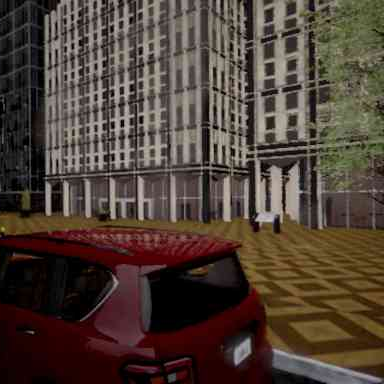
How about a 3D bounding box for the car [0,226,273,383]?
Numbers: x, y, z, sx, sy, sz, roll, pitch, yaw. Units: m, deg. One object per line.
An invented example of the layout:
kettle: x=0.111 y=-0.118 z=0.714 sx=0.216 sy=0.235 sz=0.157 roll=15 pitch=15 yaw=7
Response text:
car: x=-1.551 y=1.351 z=3.984 sx=5.009 sy=1.841 sz=2.192 roll=-1 pitch=-1 yaw=36
